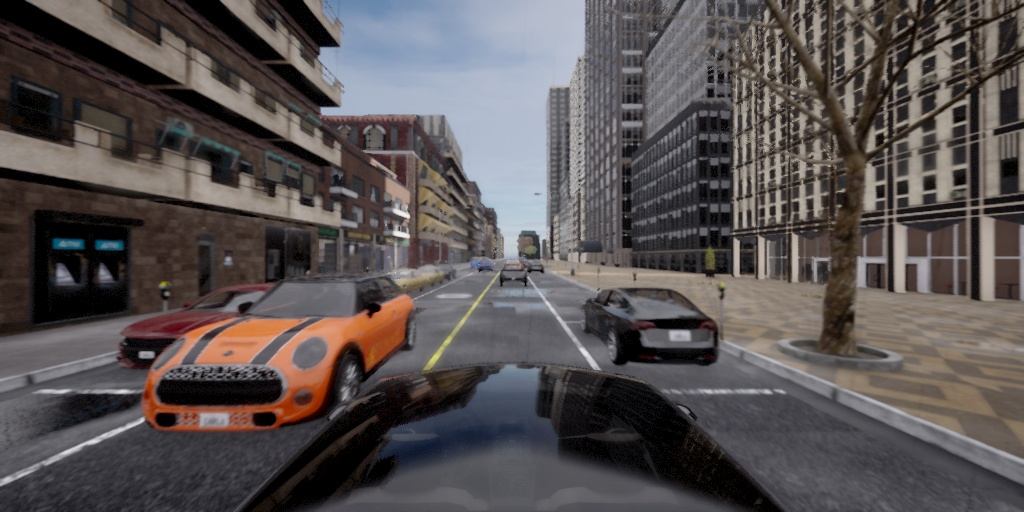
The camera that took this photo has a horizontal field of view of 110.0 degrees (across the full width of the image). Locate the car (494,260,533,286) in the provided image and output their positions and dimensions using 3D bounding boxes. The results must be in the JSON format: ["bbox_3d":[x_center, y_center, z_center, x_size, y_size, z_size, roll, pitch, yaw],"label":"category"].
[{"bbox_3d":[0.100,1.232,25.202,2.128,1.511,4.902,0,0,0],"label":"car"}]

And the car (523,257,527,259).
[{"bbox_3d":[2.689,1.183,52.012,1.967,1.591,4.097,0,0,0],"label":"car"}]

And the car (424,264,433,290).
[{"bbox_3d":[-5.689,1.266,18.705,1.751,1.417,4.829,0,0,0],"label":"car"}]

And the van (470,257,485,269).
[{"bbox_3d":[-5.692,1.086,57.535,1.690,1.789,3.998,0,0,0],"label":"van"}]

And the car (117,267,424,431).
[{"bbox_3d":[-3.107,1.099,5.951,2.097,1.767,4.553,0,0,-1],"label":"car"}]

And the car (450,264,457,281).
[{"bbox_3d":[-5.691,1.304,29.920,1.948,1.339,4.313,0,0,0],"label":"car"}]

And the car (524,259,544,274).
[{"bbox_3d":[2.690,1.304,40.966,1.948,1.339,4.313,0,0,0],"label":"car"}]

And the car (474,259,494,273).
[{"bbox_3d":[-3.089,1.340,43.548,1.895,1.301,4.718,0,0,0],"label":"car"}]

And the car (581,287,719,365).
[{"bbox_3d":[2.692,1.312,7.829,1.948,1.339,4.313,0,0,0],"label":"car"}]

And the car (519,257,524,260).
[{"bbox_3d":[0.098,1.217,43.229,1.882,1.535,5.008,0,0,0],"label":"car"}]

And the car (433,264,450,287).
[{"bbox_3d":[-5.690,1.264,24.229,1.751,1.417,4.829,0,0,0],"label":"car"}]

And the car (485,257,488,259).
[{"bbox_3d":[-5.692,1.293,63.058,1.888,1.381,4.507,0,0,0],"label":"car"}]
